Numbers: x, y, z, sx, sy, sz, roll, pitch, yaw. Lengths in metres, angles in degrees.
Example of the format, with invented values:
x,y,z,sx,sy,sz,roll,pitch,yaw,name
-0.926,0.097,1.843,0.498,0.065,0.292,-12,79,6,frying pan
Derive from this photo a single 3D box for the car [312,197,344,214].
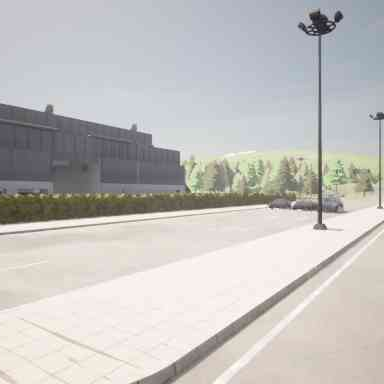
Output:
x,y,z,sx,sy,sz,roll,pitch,yaw,name
14.903,1.352,35.815,2.097,1.767,4.553,0,0,35,car

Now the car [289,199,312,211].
x,y,z,sx,sy,sz,roll,pitch,yaw,name
13.616,1.564,40.086,1.994,1.385,4.181,0,0,35,car

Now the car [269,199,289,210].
x,y,z,sx,sy,sz,roll,pitch,yaw,name
11.560,1.564,43.254,1.994,1.385,4.181,0,0,35,car
